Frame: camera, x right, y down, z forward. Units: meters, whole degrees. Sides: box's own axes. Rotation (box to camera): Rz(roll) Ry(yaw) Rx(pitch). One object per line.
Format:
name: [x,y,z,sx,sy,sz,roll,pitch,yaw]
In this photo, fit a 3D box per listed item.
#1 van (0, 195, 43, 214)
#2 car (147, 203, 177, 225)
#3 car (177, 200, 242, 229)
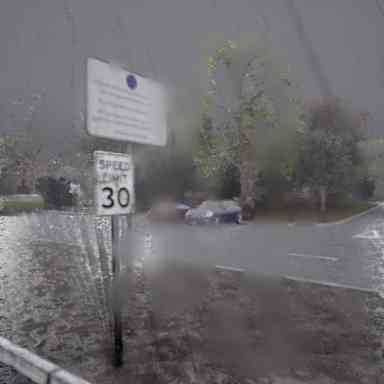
van: [-18.230,1.301,35.253,1.878,1.987,4.442,-1,-1,35]
car: [-1.164,1.462,23.368,2.002,1.452,4.674,0,0,35]
car: [1.457,1.300,21.582,2.185,1.767,4.553,0,0,35]
